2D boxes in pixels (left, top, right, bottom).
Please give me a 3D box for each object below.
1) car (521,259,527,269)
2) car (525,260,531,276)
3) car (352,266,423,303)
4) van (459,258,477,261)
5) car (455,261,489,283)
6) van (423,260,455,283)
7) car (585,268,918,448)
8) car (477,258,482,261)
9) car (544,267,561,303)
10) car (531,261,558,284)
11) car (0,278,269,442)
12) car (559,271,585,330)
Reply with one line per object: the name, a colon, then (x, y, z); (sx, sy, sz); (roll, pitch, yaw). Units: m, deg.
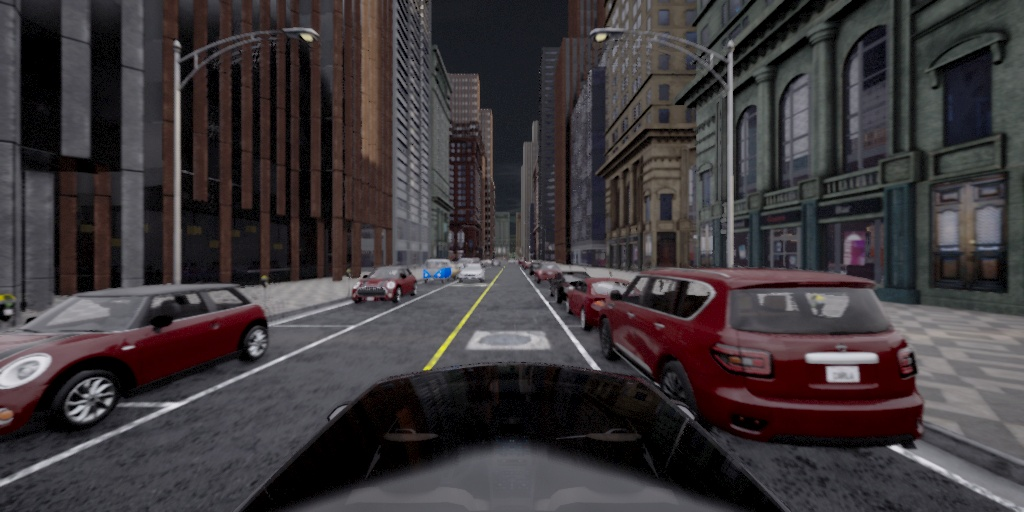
car: (2.751, 1.481, 56.102); (1.802, 1.307, 4.207); (0, 0, 0)
car: (2.755, 1.414, 39.193); (1.948, 1.339, 4.313); (0, 0, 0)
car: (-5.766, 1.228, 16.639); (1.967, 1.591, 4.097); (0, 0, 0)
van: (-5.772, 1.206, 44.821); (1.690, 1.789, 3.998); (0, 0, 0)
car: (-3.104, 1.345, 28.659); (1.812, 1.442, 4.674); (0, 0, 0)
van: (-5.768, 1.158, 27.912); (1.690, 1.789, 3.998); (0, 0, 0)
car: (2.761, 1.074, 5.377); (2.192, 1.841, 5.009); (0, 0, 0)
car: (-5.773, 1.322, 50.457); (1.967, 1.591, 4.097); (0, 0, 0)
car: (2.759, 1.354, 16.649); (1.948, 1.339, 4.313); (0, 0, 0)
car: (2.757, 1.257, 27.921); (1.967, 1.591, 4.097); (0, 0, 0)
car: (-5.764, 1.199, 5.366); (1.967, 1.591, 4.097); (0, 0, 0)
car: (2.760, 1.319, 11.013); (1.888, 1.381, 4.507); (0, 0, 0)
